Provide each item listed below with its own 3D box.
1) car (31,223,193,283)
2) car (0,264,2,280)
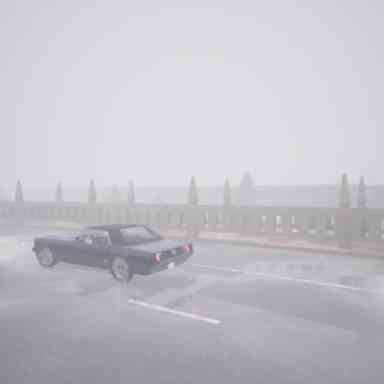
[{"bbox_3d":[-2.423,1.561,9.511,4.718,1.301,1.895,0,0,31],"label":"car"},{"bbox_3d":[-6.412,1.530,7.763,4.181,1.385,1.994,0,0,30],"label":"car"}]
